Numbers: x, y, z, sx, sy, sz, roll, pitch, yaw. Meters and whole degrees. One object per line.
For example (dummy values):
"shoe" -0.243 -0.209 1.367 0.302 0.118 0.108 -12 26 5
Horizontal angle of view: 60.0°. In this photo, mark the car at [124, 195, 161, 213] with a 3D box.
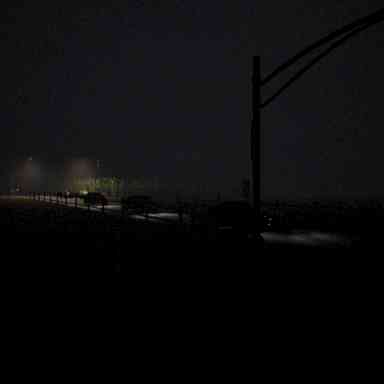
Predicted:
"car" -4.501 1.023 29.648 1.837 1.490 4.892 0 0 -35

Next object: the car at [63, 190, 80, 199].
"car" -22.519 0.355 62.029 1.882 1.535 5.008 0 1 -35

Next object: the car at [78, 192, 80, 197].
"car" -16.653 0.603 53.599 2.033 1.411 5.357 0 1 -35

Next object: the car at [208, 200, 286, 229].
"car" 3.023 1.230 19.185 1.882 1.535 5.008 0 1 -38

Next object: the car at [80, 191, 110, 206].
"car" -11.499 0.821 39.735 1.812 1.442 4.674 0 1 -35

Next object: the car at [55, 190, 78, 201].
"car" -20.155 0.483 52.327 2.033 1.411 5.357 0 1 -35
